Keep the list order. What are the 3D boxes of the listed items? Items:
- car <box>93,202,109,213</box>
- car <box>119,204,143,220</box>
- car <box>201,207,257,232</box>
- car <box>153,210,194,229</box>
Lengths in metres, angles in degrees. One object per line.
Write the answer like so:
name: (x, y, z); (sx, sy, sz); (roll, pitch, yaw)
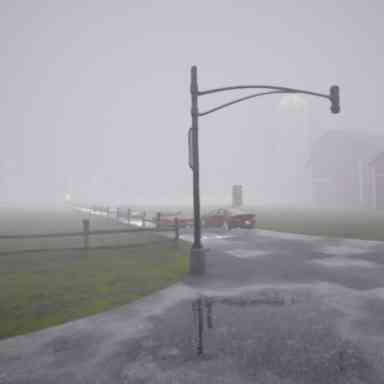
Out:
car: (-13.777, 2.244, 50.303); (1.882, 1.535, 5.008); (-1, -1, -25)
car: (-6.424, 1.998, 34.502); (2.128, 1.511, 4.902); (-1, 0, -25)
car: (2.343, 1.736, 22.388); (1.882, 1.535, 5.008); (-1, 0, -25)
car: (-1.141, 1.920, 23.240); (1.895, 1.301, 4.718); (-1, -1, -25)
